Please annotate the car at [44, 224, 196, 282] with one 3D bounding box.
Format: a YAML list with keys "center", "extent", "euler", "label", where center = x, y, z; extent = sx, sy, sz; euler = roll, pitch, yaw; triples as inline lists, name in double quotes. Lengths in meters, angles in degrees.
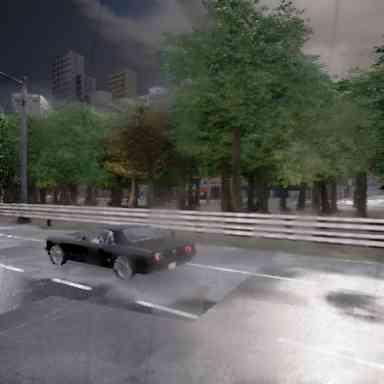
- center: [-2.308, 1.602, 9.816]
  extent: [4.718, 1.301, 1.895]
  euler: [0, 0, 36]
  label: "car"
